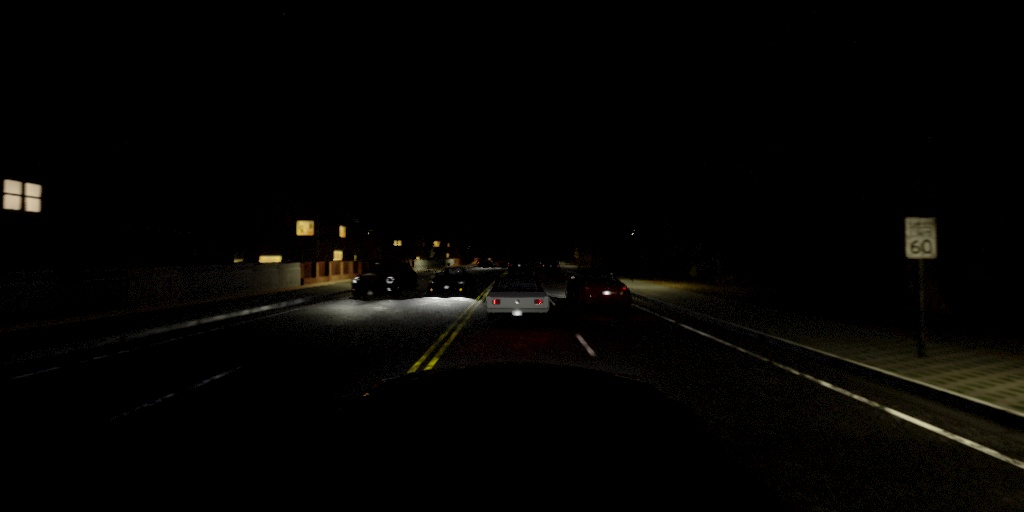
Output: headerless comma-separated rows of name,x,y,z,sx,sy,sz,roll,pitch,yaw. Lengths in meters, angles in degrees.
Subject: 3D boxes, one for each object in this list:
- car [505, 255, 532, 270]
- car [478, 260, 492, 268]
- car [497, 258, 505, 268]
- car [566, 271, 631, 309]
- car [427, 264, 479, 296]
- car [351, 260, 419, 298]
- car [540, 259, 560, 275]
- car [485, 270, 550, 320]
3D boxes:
car,0.782,0.967,36.087,2.150,2.045,5.566,0,0,2
car,-4.566,1.309,61.111,1.994,1.385,4.181,0,0,4
car,-1.326,1.094,60.919,2.097,1.767,4.553,0,0,4
car,3.473,1.315,15.024,1.994,1.385,4.181,0,0,1
car,-3.136,1.314,19.300,1.994,1.385,4.181,0,0,1
car,-6.401,1.103,18.530,2.097,1.767,4.553,0,0,1
car,4.207,1.095,40.149,2.097,1.767,4.553,0,0,2
car,0.183,1.352,12.541,1.895,1.301,4.718,0,0,1
